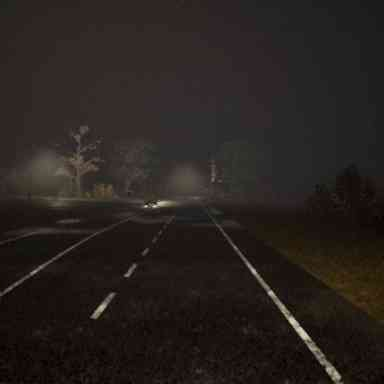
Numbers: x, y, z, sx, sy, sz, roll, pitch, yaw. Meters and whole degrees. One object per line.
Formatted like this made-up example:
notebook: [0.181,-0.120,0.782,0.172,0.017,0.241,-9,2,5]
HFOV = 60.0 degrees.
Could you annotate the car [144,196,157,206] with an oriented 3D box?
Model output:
car: [-7.009,1.457,56.502,1.882,1.535,5.008,0,0,0]
